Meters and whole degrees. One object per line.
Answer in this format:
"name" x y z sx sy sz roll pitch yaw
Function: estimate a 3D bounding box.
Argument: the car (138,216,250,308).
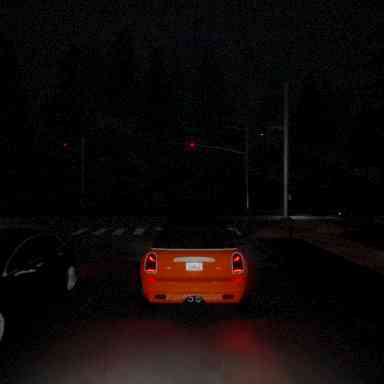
"car" 0.049 1.352 8.086 2.097 1.767 4.553 0 0 0

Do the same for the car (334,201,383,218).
"car" 14.337 1.438 27.330 4.718 1.301 1.895 0 0 0

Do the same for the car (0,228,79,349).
"car" -3.585 1.505 5.996 1.837 1.490 4.892 0 0 0
